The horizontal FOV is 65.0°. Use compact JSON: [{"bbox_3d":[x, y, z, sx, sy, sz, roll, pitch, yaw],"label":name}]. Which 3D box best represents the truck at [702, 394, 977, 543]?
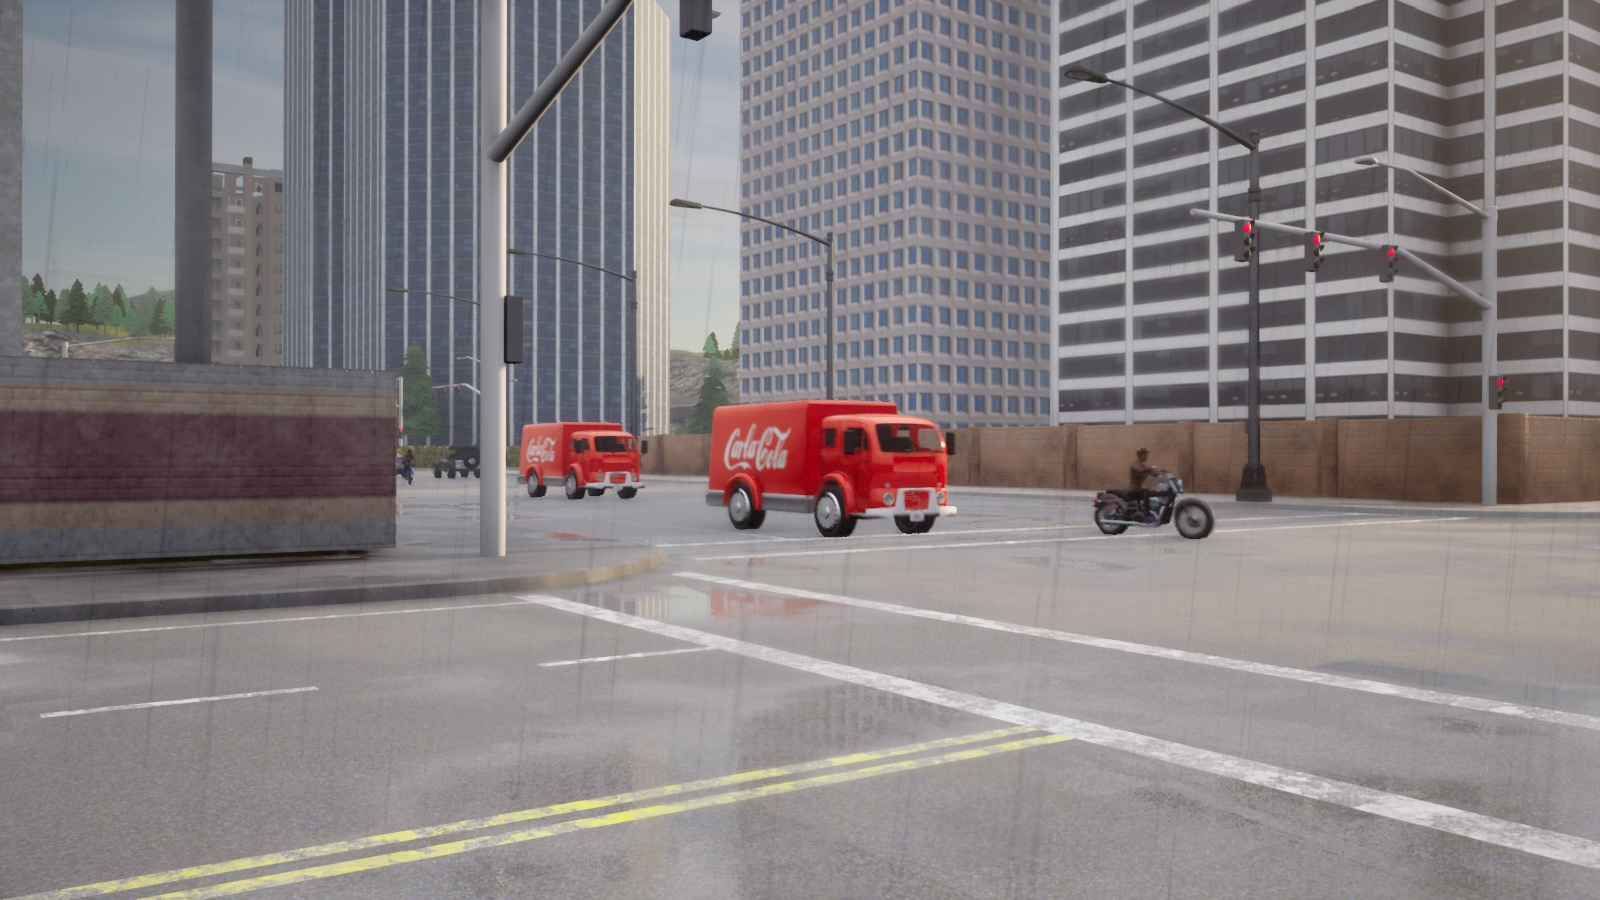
[{"bbox_3d":[0.591,0.314,23.730,2.627,2.467,5.204,0,0,-35],"label":"truck"}]

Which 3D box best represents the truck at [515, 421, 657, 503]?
[{"bbox_3d":[-7.074,0.372,41.038,2.627,2.467,5.204,0,0,-35],"label":"truck"}]

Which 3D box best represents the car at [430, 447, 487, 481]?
[{"bbox_3d":[-19.416,0.754,71.314,1.905,1.878,3.866,0,0,-35],"label":"car"}]

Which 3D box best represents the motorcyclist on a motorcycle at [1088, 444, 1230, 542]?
[{"bbox_3d":[6.354,0.735,22.354,0.766,1.649,2.350,1,-1,-45],"label":"motorcyclist on a motorcycle"}]
